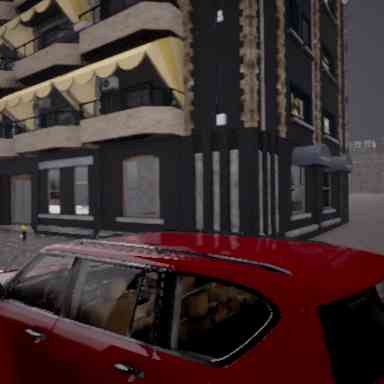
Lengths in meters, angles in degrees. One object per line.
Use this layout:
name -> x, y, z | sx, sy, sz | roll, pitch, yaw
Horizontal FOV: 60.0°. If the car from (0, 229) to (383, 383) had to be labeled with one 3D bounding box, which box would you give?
car -> -0.585, 1.316, 3.310 | 5.009, 1.841, 2.192 | 0, -1, 36
